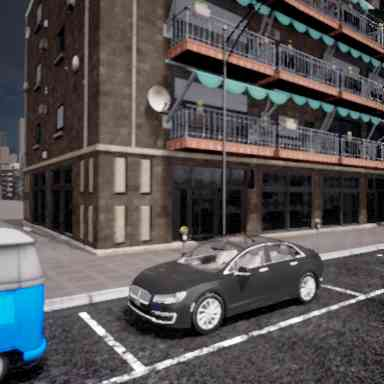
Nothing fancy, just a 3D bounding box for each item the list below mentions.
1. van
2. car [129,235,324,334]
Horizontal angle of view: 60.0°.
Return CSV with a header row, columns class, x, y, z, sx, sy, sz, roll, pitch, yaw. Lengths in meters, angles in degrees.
class,x,y,z,sx,sy,sz,roll,pitch,yaw
van,-3.662,1.330,3.488,3.998,1.788,1.690,1,-1,-36
car,0.890,1.598,6.736,4.403,1.369,2.008,1,-1,-36
